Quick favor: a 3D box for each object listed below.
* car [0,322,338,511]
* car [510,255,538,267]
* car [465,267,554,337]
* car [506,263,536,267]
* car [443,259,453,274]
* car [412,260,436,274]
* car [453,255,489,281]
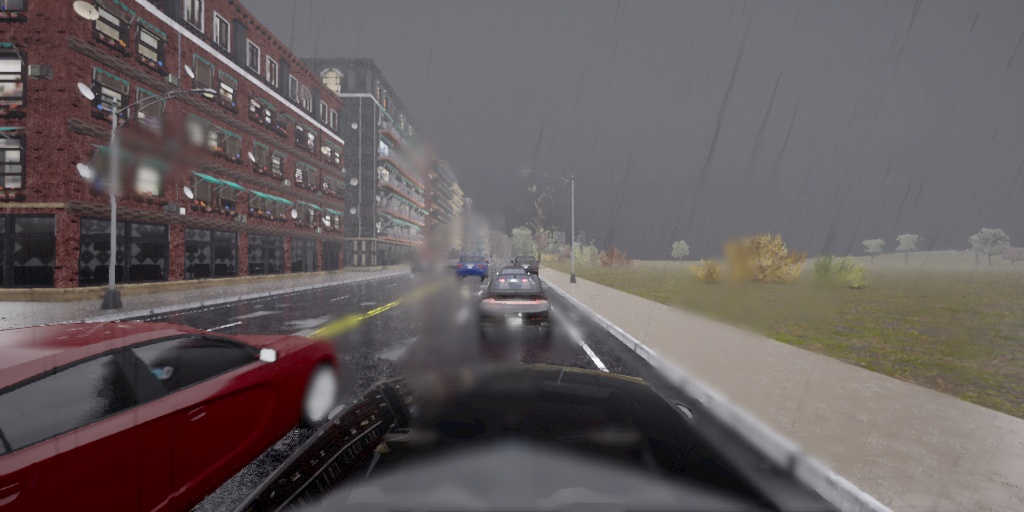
[{"bbox_3d":[-3.152,1.227,2.612,1.882,1.535,5.008,0,0,0],"label":"car"},{"bbox_3d":[1.082,0.974,30.952,2.150,2.045,5.566,0,0,0],"label":"car"},{"bbox_3d":[0.085,1.242,10.300,2.128,1.511,4.902,0,0,0],"label":"car"},{"bbox_3d":[0.068,1.298,20.740,2.033,1.411,5.357,0,0,0],"label":"car"},{"bbox_3d":[-6.677,1.099,41.764,2.097,1.767,4.553,0,0,0],"label":"car"},{"bbox_3d":[-9.926,1.252,40.665,1.837,1.490,4.892,0,0,0],"label":"car"},{"bbox_3d":[-3.204,0.967,29.985,2.150,2.045,5.566,0,0,0],"label":"car"}]
